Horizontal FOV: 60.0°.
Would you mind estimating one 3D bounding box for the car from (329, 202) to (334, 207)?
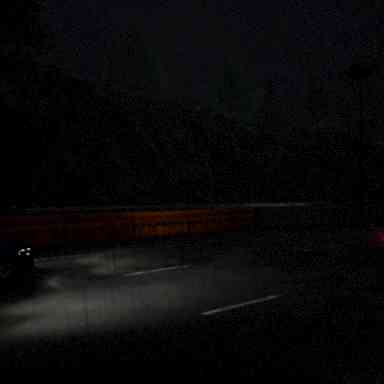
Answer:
[{"bbox_3d":[21.006,1.564,45.760,4.181,1.385,1.994,0,0,-19],"label":"car"}]

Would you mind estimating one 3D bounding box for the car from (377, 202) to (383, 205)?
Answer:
[{"bbox_3d":[13.664,1.498,19.681,4.902,1.511,2.128,0,0,-26],"label":"car"}]

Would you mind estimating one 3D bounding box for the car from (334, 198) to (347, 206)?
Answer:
[{"bbox_3d":[20.792,1.603,41.986,4.718,1.301,1.895,0,0,-20],"label":"car"}]

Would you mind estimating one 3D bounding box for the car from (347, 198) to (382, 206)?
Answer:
[{"bbox_3d":[20.432,1.568,38.082,4.181,1.385,1.994,0,0,-21],"label":"car"}]

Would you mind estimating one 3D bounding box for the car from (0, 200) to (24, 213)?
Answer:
[{"bbox_3d":[-14.764,1.514,23.449,5.357,1.411,2.033,0,0,-35],"label":"car"}]

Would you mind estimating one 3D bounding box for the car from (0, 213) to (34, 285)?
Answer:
[{"bbox_3d":[-6.411,1.464,7.725,5.008,1.535,1.882,0,0,-35],"label":"car"}]

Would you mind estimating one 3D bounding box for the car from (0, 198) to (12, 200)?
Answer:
[{"bbox_3d":[-16.460,1.315,26.469,4.553,1.767,2.097,0,0,-34],"label":"car"}]
